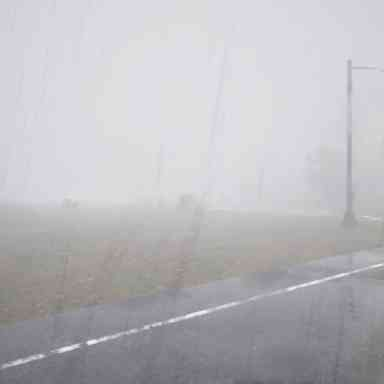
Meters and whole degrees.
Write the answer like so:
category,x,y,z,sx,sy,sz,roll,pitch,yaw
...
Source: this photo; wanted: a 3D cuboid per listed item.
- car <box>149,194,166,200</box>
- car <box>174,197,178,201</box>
category,x,y,z,sx,sy,sz,roll,pitch,yaw
car,-7.169,1.135,67.413,2.097,1.767,4.553,0,0,-34
car,-1.453,1.290,58.901,2.128,1.511,4.902,0,0,-34
